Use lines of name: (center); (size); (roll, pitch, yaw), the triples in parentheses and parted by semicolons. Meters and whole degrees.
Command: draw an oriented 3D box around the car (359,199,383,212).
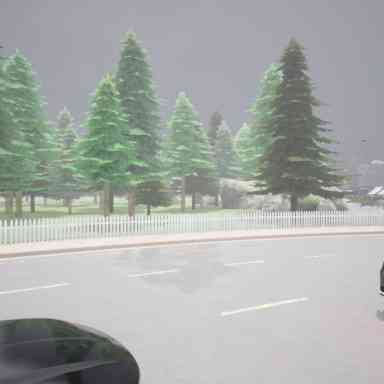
car: (19.981, 1.619, 36.076); (1.994, 1.385, 4.181); (0, 0, -3)

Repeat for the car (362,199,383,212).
car: (23.187, 1.581, 41.124); (1.812, 1.442, 4.674); (0, 0, -3)

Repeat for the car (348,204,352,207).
car: (19.429, 1.277, 45.249); (2.150, 2.045, 5.566); (0, 0, -3)

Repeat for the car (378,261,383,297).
car: (5.722, 1.492, 6.151); (4.902, 1.511, 2.128); (0, 0, -23)

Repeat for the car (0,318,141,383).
car: (-2.640, 1.478, 1.678); (5.008, 1.535, 1.882); (0, 0, -36)
